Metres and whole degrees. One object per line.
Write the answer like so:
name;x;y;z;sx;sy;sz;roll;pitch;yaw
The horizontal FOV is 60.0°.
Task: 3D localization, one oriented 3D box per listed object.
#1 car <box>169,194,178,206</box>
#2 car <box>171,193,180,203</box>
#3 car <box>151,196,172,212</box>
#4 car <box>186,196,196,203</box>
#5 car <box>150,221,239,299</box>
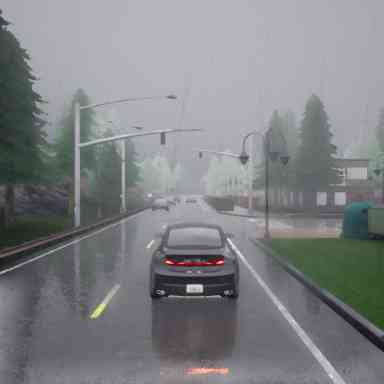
car;-3.705;1.526;54.576;1.812;1.442;4.674;0;1;0
car;-3.653;1.223;69.636;2.150;2.045;5.566;0;0;0
car;-3.685;1.525;39.695;1.812;1.442;4.674;0;0;0
car;-0.147;1.563;66.664;1.994;1.385;4.181;0;0;0
car;0.055;1.505;8.456;1.837;1.490;4.892;0;0;0
